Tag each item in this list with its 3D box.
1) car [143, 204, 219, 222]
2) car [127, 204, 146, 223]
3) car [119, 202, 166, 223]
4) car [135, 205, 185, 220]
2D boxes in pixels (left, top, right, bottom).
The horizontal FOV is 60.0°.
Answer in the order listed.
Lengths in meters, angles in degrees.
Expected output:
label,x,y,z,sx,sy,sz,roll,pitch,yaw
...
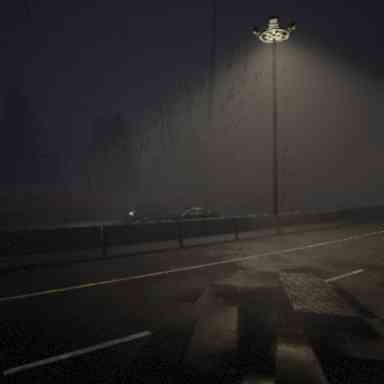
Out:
label,x,y,z,sx,sy,sz,roll,pitch,yaw
car,-0.339,1.720,21.546,4.902,1.511,2.128,0,-1,-40
car,-2.258,1.835,24.498,4.181,1.385,1.994,0,-1,-40
car,-3.774,1.667,27.795,4.553,1.767,2.097,0,-1,-41
car,-3.100,1.965,32.976,4.718,1.301,1.895,0,-1,-42
